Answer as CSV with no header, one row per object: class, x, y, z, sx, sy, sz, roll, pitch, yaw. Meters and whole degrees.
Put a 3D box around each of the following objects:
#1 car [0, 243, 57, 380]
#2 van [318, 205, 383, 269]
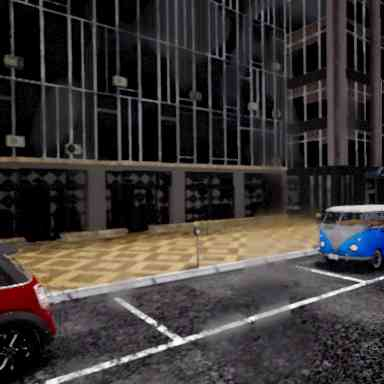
car,-3.883,1.443,3.820,4.097,1.590,1.967,0,-1,-35
van,5.727,1.311,10.662,3.998,1.788,1.690,0,-1,-35
